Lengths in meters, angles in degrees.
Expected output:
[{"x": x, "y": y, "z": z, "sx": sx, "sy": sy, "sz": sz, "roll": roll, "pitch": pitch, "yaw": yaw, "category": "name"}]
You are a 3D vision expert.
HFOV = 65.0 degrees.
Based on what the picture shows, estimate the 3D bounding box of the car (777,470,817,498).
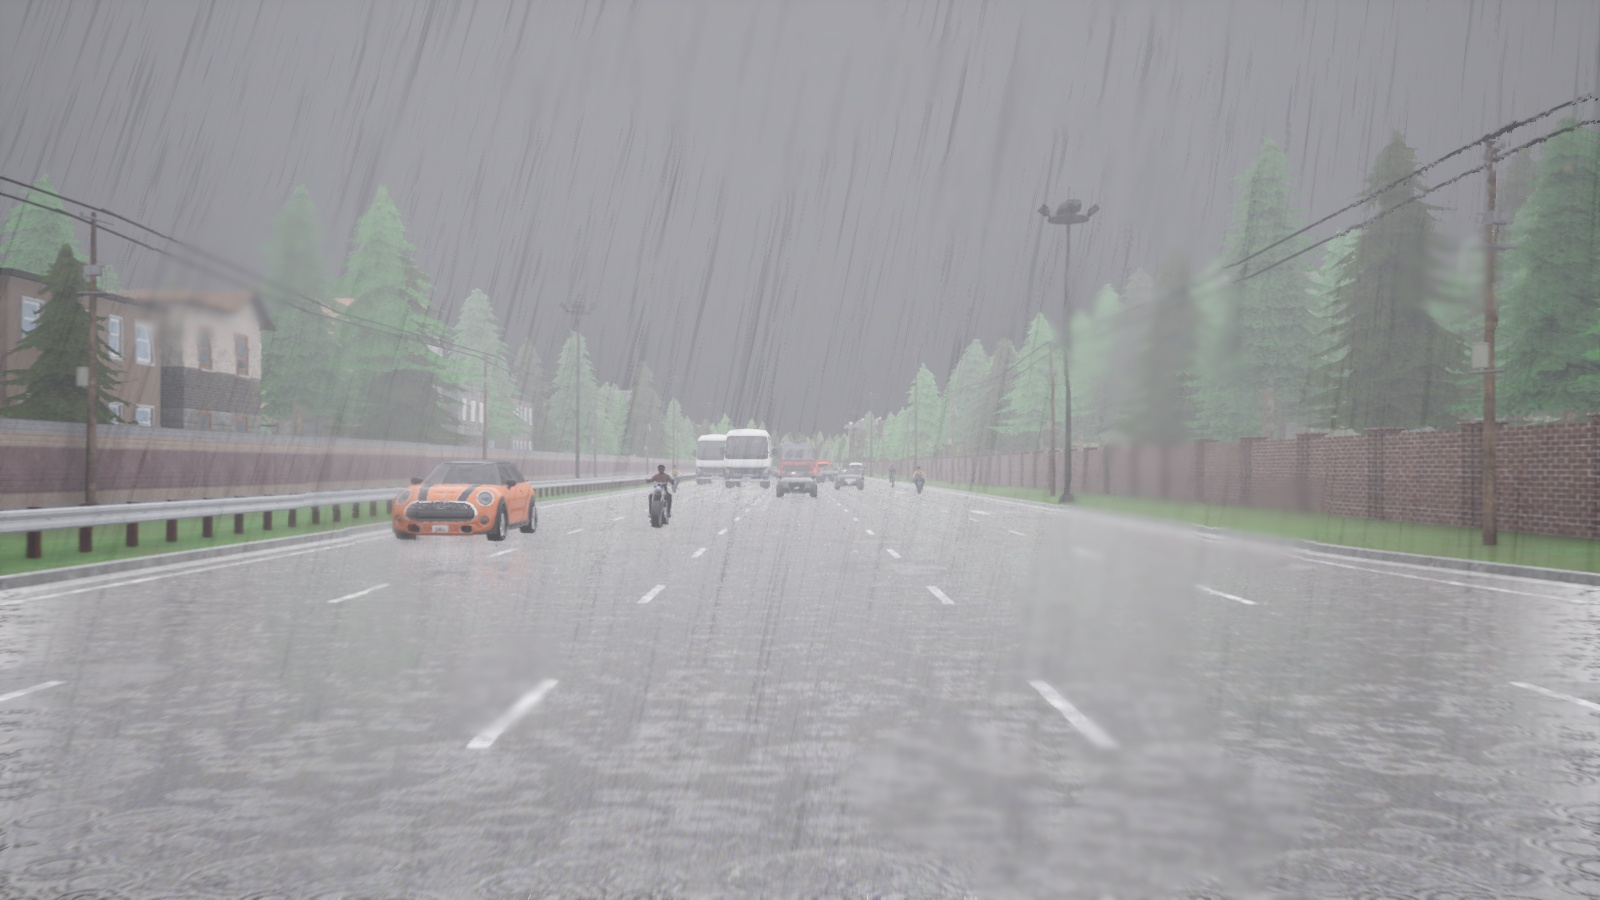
[{"x": -0.149, "y": 1.723, "z": 64.374, "sx": 1.994, "sy": 1.385, "sz": 4.181, "roll": 0, "pitch": -1, "yaw": 0, "category": "car"}]

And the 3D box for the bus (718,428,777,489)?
[{"x": -3.729, "y": 0.664, "z": 92.273, "sx": 3.944, "sy": 4.253, "sz": 10.273, "roll": 0, "pitch": -1, "yaw": 0, "category": "bus"}]

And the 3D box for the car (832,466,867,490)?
[{"x": 3.302, "y": 1.871, "z": 84.788, "sx": 2.128, "sy": 1.511, "sz": 4.902, "roll": 0, "pitch": -1, "yaw": 0, "category": "car"}]

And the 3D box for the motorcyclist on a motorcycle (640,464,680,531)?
[{"x": -3.575, "y": 1.199, "z": 32.292, "sx": 0.766, "sy": 1.649, "sz": 2.350, "roll": 0, "pitch": -1, "yaw": 0, "category": "motorcyclist on a motorcycle"}]

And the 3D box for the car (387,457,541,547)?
[{"x": -7.063, "y": 1.050, "z": 26.918, "sx": 2.097, "sy": 1.767, "sz": 4.553, "roll": 0, "pitch": -1, "yaw": 0, "category": "car"}]
